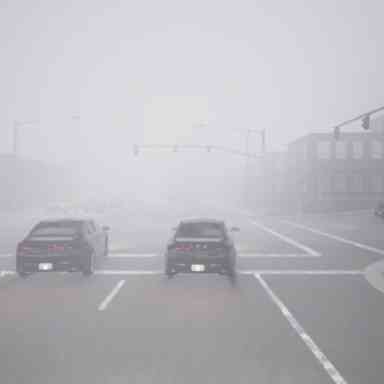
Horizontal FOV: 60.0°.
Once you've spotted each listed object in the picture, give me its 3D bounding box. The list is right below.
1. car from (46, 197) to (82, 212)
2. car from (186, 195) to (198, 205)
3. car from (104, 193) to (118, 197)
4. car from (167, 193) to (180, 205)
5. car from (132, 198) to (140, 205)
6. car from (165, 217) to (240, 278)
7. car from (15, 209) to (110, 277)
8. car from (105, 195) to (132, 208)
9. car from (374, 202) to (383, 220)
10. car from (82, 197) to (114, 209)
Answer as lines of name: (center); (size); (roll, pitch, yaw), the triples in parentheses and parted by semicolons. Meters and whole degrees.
car: (-14.096, 1.385, 36.317); (2.097, 1.767, 4.553); (0, 0, 0)
car: (0.025, 1.408, 62.096); (2.097, 1.767, 4.553); (0, 0, 0)
car: (-14.017, 1.273, 57.447); (2.150, 2.045, 5.566); (0, 0, 1)
car: (-3.475, 1.278, 62.153); (2.150, 2.045, 5.566); (0, 0, 0)
car: (-10.509, 1.654, 59.302); (1.895, 1.301, 4.718); (0, 0, 0)
car: (0.379, 1.515, 10.186); (1.837, 1.490, 4.892); (0, 0, 6)
car: (-3.771, 1.515, 10.331); (1.837, 1.490, 4.892); (0, 0, -7)
car: (-10.575, 1.591, 47.973); (2.033, 1.411, 5.357); (0, 0, 0)
car: (14.830, 0.784, 21.467); (5.566, 2.045, 2.150); (-5, 0, 0)
car: (-10.620, 1.582, 37.491); (2.033, 1.411, 5.357); (0, 0, -2)
